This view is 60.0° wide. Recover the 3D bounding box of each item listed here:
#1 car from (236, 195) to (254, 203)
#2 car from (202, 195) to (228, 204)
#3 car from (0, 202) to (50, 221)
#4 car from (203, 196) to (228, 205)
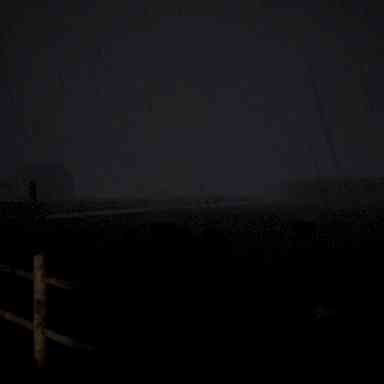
[{"bbox_3d":[9.626,1.235,60.385,1.812,1.442,4.674,0,0,35],"label":"car"},{"bbox_3d":[4.056,1.306,57.139,2.033,1.411,5.357,0,0,35],"label":"car"},{"bbox_3d":[-13.630,1.464,26.579,1.994,1.385,4.181,0,0,35],"label":"car"},{"bbox_3d":[3.832,1.287,51.871,1.812,1.442,4.674,0,0,35],"label":"car"}]
